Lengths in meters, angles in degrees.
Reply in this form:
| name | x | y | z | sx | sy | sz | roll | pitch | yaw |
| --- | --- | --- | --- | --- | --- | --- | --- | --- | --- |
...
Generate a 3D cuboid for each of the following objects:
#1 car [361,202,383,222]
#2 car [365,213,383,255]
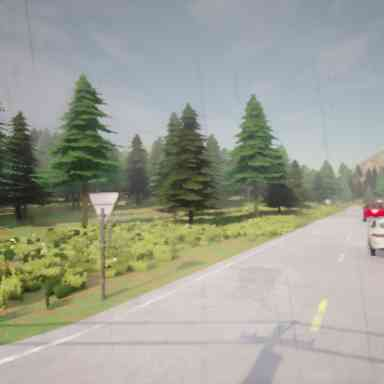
| name | x | y | z | sx | sy | sz | roll | pitch | yaw |
| --- | --- | --- | --- | --- | --- | --- | --- | --- | --- |
| car | 19.796 | 2.148 | 36.167 | 2.150 | 2.045 | 5.566 | -2 | -2 | 28 |
| car | 8.567 | 1.820 | 14.205 | 1.812 | 1.442 | 4.674 | -2 | -3 | 27 |
